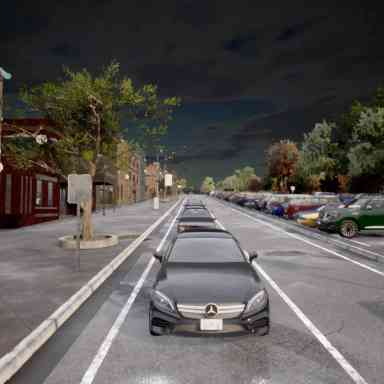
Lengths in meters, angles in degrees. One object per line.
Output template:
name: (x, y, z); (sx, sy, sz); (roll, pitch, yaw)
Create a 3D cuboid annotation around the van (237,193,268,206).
van: (9.192, 1.114, 50.658); (4.442, 1.987, 1.878); (0, 1, 0)

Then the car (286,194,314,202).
car: (22.050, 1.188, 67.934); (4.892, 1.521, 2.231); (0, 1, 0)

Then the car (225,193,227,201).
car: (9.000, 1.280, 61.872); (4.674, 1.452, 2.002); (0, 1, 0)

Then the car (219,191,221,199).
car: (8.938, 0.938, 67.476); (5.566, 2.045, 2.435); (0, 1, 0)

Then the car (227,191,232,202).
car: (9.052, 1.139, 59.068); (4.553, 1.767, 2.185); (0, 1, 0)

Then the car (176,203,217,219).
car: (0.205, 1.532, 17.391); (2.033, 1.411, 5.357); (0, 0, 0)

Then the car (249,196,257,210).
car: (9.194, 1.470, 36.637); (4.792, 1.488, 2.163); (0, 0, 0)

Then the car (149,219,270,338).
car: (0.257, 1.524, 6.812); (1.812, 1.442, 4.674); (0, 0, 0)

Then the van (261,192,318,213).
van: (9.085, 1.230, 31.031); (4.442, 1.987, 1.878); (0, 0, 0)

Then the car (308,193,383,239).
car: (9.263, 1.221, 17.011); (5.566, 2.045, 2.435); (0, 0, 0)

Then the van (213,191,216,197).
van: (8.706, 0.764, 89.900); (4.442, 1.987, 1.878); (0, 1, 0)

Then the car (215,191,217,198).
car: (8.871, 1.065, 81.494); (5.008, 1.535, 2.097); (0, 1, 0)

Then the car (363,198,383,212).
car: (22.211, 1.469, 37.394); (4.792, 1.488, 2.163); (0, 0, 0)

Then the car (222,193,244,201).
car: (8.899, 1.014, 73.083); (4.553, 1.767, 2.185); (0, 1, 0)

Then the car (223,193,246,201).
car: (8.918, 1.039, 70.280); (4.553, 1.767, 2.185); (0, 1, 0)

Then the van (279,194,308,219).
van: (9.354, 1.237, 25.422); (4.442, 1.987, 1.878); (0, 0, 0)

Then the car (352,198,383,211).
car: (22.251, 1.452, 40.177); (4.792, 1.488, 2.163); (0, 0, 0)

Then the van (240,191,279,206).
van: (9.228, 1.163, 45.054); (4.442, 1.987, 1.878); (0, 0, 0)

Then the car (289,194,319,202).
car: (21.876, 1.209, 65.156); (5.366, 1.575, 1.946); (0, 0, 0)

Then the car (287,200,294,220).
car: (9.258, 1.506, 22.618); (4.674, 1.452, 2.002); (0, 0, 0)

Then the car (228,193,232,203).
car: (9.033, 1.291, 56.266); (4.892, 1.521, 2.231); (0, 1, 0)

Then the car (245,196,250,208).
car: (9.144, 1.466, 39.444); (4.674, 1.452, 2.002); (0, 0, 0)

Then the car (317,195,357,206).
car: (22.337, 1.332, 51.280); (5.366, 1.575, 1.946); (0, 1, 0)

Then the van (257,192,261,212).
van: (9.300, 1.222, 33.834); (4.442, 1.987, 1.878); (0, 0, 0)

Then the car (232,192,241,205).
car: (9.065, 1.113, 47.853); (5.566, 2.045, 2.435); (0, 1, 0)

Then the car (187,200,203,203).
car: (0.239, 1.442, 29.838); (2.128, 1.511, 4.902); (0, 0, 0)

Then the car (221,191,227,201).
car: (8.956, 0.963, 64.673); (5.566, 2.045, 2.435); (0, 1, 0)

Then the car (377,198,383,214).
car: (22.443, 1.444, 34.623); (5.366, 1.575, 1.946); (0, 0, 0)

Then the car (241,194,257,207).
car: (9.135, 1.409, 42.247); (4.892, 1.521, 2.231); (0, 0, 0)

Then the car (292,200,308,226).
car: (9.088, 1.466, 19.814); (5.366, 1.575, 1.946); (0, 0, 0)

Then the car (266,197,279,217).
car: (9.214, 1.460, 28.225); (5.008, 1.535, 2.097); (0, 0, 0)

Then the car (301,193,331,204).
car: (22.128, 1.136, 59.607); (4.553, 1.767, 2.185); (0, 1, 0)

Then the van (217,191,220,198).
van: (8.778, 0.864, 78.688); (4.442, 1.987, 1.878); (0, 1, 0)

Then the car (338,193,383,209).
car: (22.176, 1.153, 42.950); (5.566, 2.045, 2.435); (0, 0, 0)
